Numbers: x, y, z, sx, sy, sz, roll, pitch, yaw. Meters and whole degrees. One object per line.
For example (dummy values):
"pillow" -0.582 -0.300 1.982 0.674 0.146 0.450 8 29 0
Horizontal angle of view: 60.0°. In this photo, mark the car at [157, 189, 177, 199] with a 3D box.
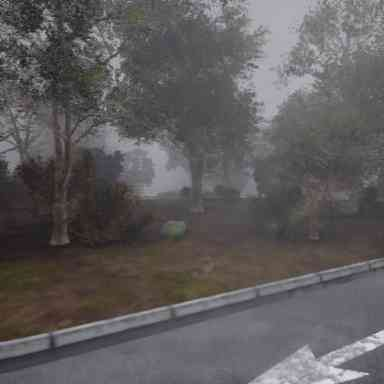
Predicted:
"car" -2.709 0.266 47.140 4.674 1.442 1.812 -1 0 -27

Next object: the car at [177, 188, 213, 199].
"car" 0.995 0.210 45.044 4.892 1.490 1.837 -1 0 -22

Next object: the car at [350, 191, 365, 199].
"car" 18.529 0.226 33.793 1.882 1.535 5.008 -1 1 -31
